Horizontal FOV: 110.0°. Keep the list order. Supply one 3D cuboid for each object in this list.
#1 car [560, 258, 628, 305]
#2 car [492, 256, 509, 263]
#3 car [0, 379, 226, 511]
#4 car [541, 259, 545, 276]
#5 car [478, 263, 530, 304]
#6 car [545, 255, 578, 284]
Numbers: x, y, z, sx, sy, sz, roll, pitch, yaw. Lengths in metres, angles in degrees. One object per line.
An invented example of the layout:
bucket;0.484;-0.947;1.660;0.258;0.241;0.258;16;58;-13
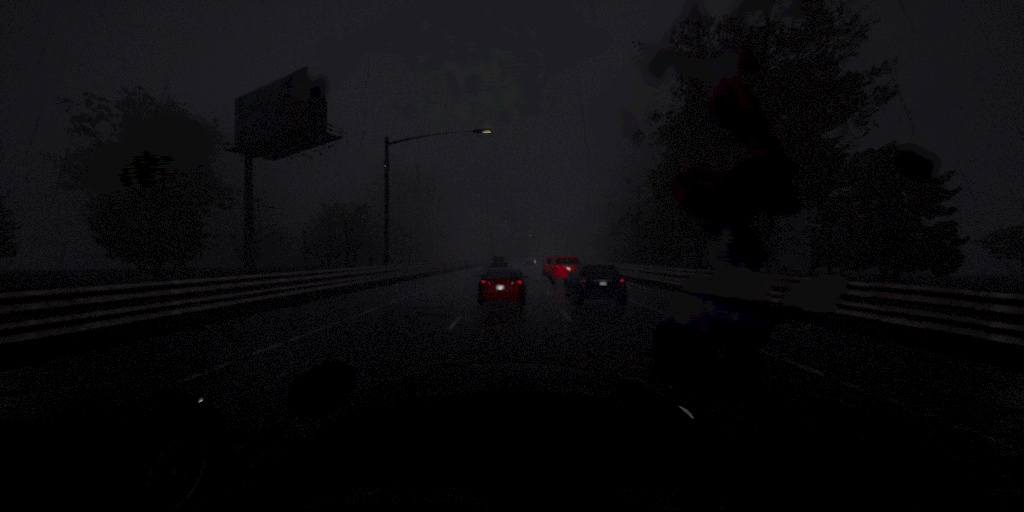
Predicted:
car;3.633;1.103;16.274;2.097;1.767;4.553;0;0;1
car;-1.746;0.988;53.430;2.150;2.045;5.566;0;0;4
car;-3.428;1.271;1.164;1.812;1.442;4.674;0;0;0
car;4.354;0.981;38.077;2.150;2.045;5.566;0;0;3
car;-0.316;1.249;16.257;2.163;1.488;4.792;0;0;3
car;3.918;0.974;27.209;2.150;2.045;5.566;0;0;2
